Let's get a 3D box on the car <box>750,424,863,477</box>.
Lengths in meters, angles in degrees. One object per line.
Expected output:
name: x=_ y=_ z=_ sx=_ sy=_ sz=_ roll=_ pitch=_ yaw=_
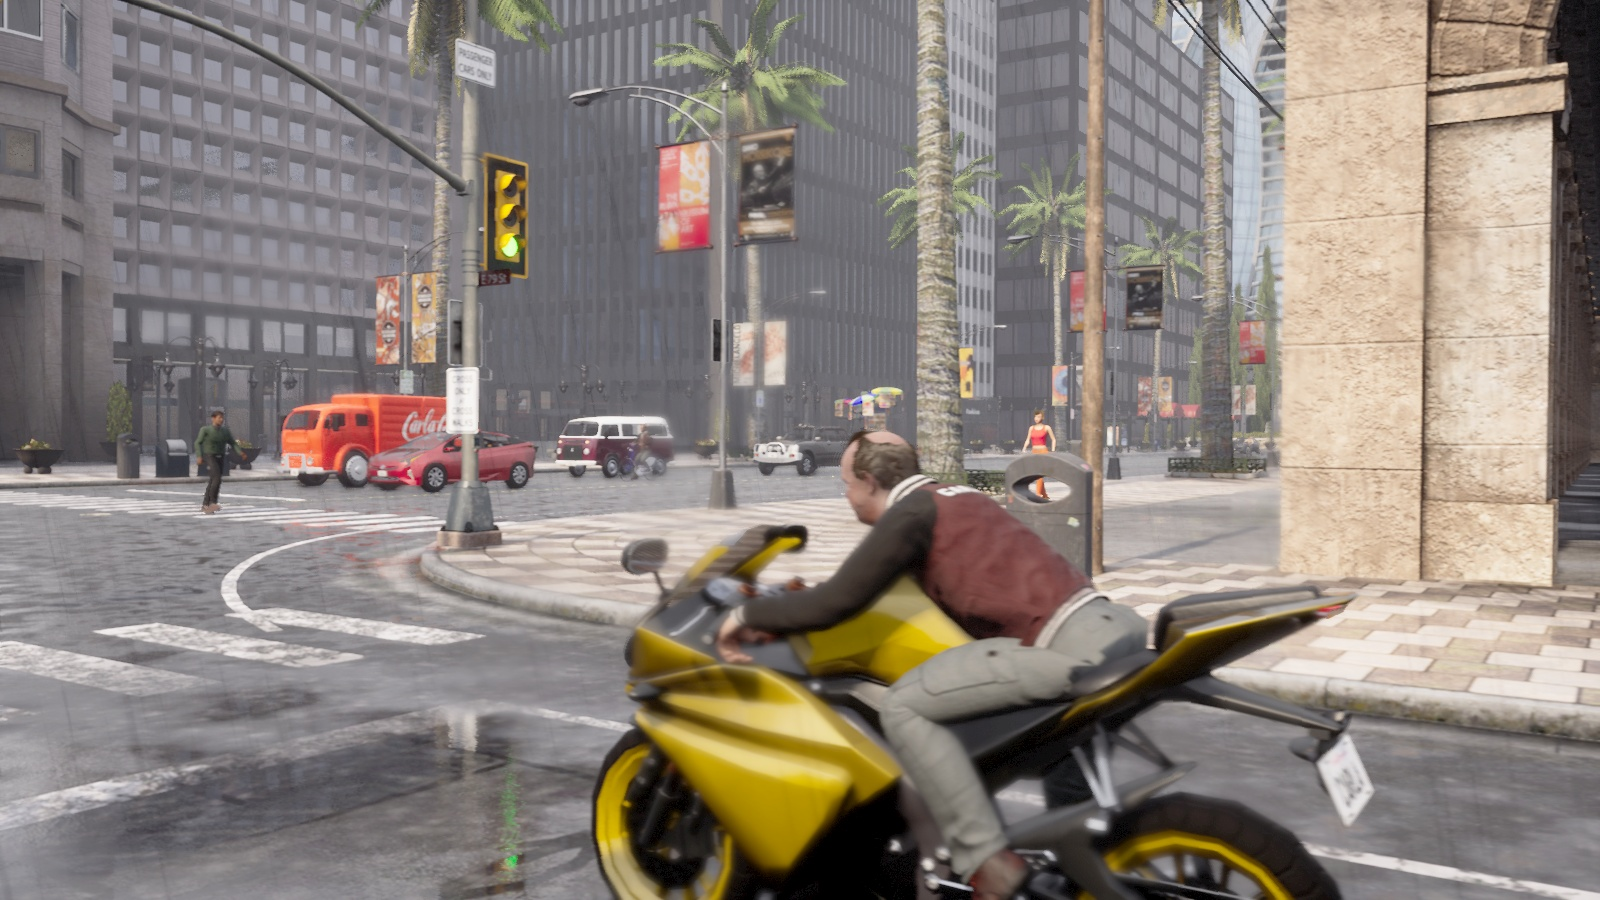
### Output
car: x=0.309 y=-0.028 z=46.060 sx=1.932 sy=1.855 sz=4.605 roll=0 pitch=1 yaw=34

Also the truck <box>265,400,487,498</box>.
truck: x=-11.519 y=-0.058 z=34.479 sx=2.627 sy=2.467 sz=5.204 roll=0 pitch=1 yaw=35

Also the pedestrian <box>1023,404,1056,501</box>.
pedestrian: x=4.589 y=0.039 z=24.018 sx=0.345 sy=1.836 sz=0.594 roll=0 pitch=1 yaw=42

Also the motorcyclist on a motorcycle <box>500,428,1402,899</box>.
motorcyclist on a motorcycle: x=0.315 y=0.721 z=3.309 sx=2.191 sy=1.530 sz=0.866 roll=0 pitch=1 yaw=33

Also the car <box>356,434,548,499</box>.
car: x=-8.825 y=0.374 z=32.232 sx=2.007 sy=1.525 sz=4.514 roll=0 pitch=1 yaw=33

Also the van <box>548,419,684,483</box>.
van: x=-6.170 y=-0.007 z=42.600 sx=2.069 sy=2.038 sz=4.480 roll=0 pitch=1 yaw=33

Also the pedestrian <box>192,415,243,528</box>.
pedestrian: x=-10.293 y=0.372 z=22.193 sx=0.788 sy=1.949 sz=0.423 roll=0 pitch=1 yaw=33

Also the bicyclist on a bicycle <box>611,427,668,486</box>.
bicyclist on a bicycle: x=-4.870 y=0.180 z=38.216 sx=0.659 sy=1.776 sz=1.843 roll=0 pitch=1 yaw=33
